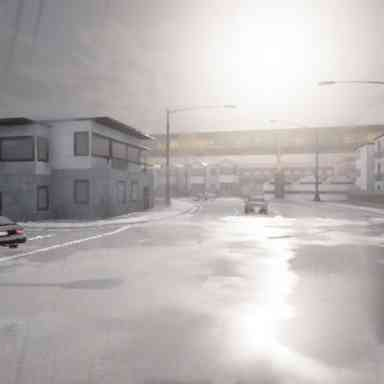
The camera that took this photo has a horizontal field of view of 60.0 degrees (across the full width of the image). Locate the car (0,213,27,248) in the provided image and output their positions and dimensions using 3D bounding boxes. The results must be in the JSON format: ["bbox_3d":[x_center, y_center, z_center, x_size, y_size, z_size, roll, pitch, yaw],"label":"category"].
[{"bbox_3d":[-8.618,1.536,13.571,5.357,1.411,2.033,0,1,42],"label":"car"}]

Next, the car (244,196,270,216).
[{"bbox_3d":[5.559,1.128,28.429,2.128,1.511,4.902,1,2,11],"label":"car"}]

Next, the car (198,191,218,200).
[{"bbox_3d":[2.473,0.566,53.246,1.812,1.442,4.674,1,1,-24],"label":"car"}]
